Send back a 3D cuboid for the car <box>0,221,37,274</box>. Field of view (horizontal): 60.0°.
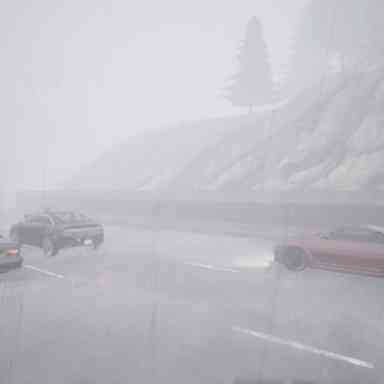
[{"bbox_3d":[-6.745,1.540,9.485,5.357,1.411,2.033,0,0,41],"label":"car"}]

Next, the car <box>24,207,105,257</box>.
[{"bbox_3d":[-5.390,1.496,12.996,4.902,1.511,2.128,0,0,41],"label":"car"}]

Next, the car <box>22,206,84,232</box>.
[{"bbox_3d":[-8.844,1.606,20.903,4.718,1.301,1.895,0,0,44],"label":"car"}]

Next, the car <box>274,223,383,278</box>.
[{"bbox_3d":[4.525,1.600,9.496,4.181,1.385,1.994,0,0,36],"label":"car"}]
